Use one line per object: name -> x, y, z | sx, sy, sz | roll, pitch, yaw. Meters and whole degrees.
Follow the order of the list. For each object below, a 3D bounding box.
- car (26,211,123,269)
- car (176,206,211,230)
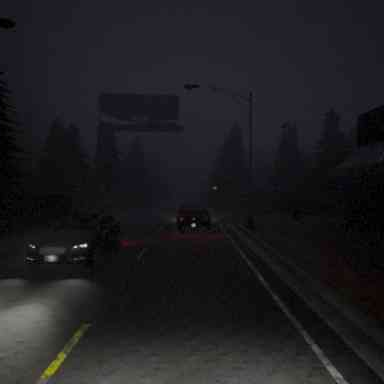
car -> -3.571, 1.412, 10.910 | 2.128, 1.511, 4.902 | 0, 0, 0
car -> 0.092, 1.456, 19.897 | 1.895, 1.301, 4.718 | 0, 0, 0
